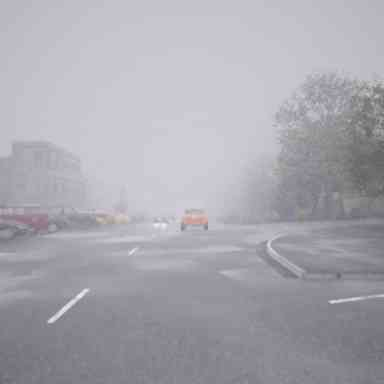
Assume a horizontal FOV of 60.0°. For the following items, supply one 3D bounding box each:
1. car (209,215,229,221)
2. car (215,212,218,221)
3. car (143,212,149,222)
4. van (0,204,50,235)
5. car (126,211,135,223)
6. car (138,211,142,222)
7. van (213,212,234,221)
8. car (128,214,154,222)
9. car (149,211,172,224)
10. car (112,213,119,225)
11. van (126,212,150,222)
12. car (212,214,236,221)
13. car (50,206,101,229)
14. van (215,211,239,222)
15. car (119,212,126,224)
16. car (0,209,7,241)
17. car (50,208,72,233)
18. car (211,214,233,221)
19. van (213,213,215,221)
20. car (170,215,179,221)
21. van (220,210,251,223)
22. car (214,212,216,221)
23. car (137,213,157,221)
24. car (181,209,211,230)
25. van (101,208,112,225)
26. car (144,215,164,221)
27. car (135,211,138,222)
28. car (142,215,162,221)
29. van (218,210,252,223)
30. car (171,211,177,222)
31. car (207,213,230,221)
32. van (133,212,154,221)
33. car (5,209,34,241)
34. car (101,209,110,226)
[{"bbox_3d":[7.235,6.795,87.782,4.792,1.488,2.163,2,-5,-19],"label":"car"},{"bbox_3d":[6.821,4.393,55.470,4.674,1.452,2.002,2,-4,-19],"label":"car"},{"bbox_3d":[-10.988,4.332,58.722,5.566,2.045,2.435,1,-4,-19],"label":"car"},{"bbox_3d":[-11.467,1.753,20.653,4.442,1.987,1.878,0,-2,-20],"label":"van"},{"bbox_3d":[-11.276,3.736,46.951,5.366,1.575,1.946,1,-4,-19],"label":"car"},{"bbox_3d":[-11.022,4.161,52.865,4.892,1.521,2.231,1,-4,-19],"label":"car"},{"bbox_3d":[7.176,5.652,76.090,4.442,1.987,1.878,2,-5,-19],"label":"van"},{"bbox_3d":[-10.810,5.445,70.417,5.008,1.535,2.097,1,-4,-19],"label":"car"},{"bbox_3d":[-4.716,3.990,50.363,2.128,1.511,4.902,0,-4,1],"label":"car"},{"bbox_3d":[-11.232,3.147,38.226,4.792,1.488,2.163,1,-4,-19],"label":"car"},{"bbox_3d":[-10.964,5.001,67.466,4.442,1.987,1.878,1,-4,-19],"label":"van"},{"bbox_3d":[7.023,5.652,73.093,4.892,1.521,2.231,2,-5,-19],"label":"car"},{"bbox_3d":[-11.270,2.245,29.484,5.566,2.045,2.435,1,-4,-20],"label":"car"},{"bbox_3d":[7.072,4.993,67.279,4.442,1.987,1.878,2,-5,-19],"label":"van"},{"bbox_3d":[-11.348,3.320,41.105,5.366,1.575,1.946,1,-4,-19],"label":"car"},{"bbox_3d":[-11.558,1.733,14.771,5.366,1.575,1.946,0,-2,-20],"label":"car"},{"bbox_3d":[-11.328,2.131,23.600,4.892,1.521,2.231,0,-3,-20],"label":"car"},{"bbox_3d":[7.130,6.125,78.973,4.792,1.488,2.163,2,-5,-19],"label":"car"},{"bbox_3d":[6.783,4.551,61.322,4.442,1.987,1.878,2,-4,-19],"label":"van"},{"bbox_3d":[-4.268,6.361,81.241,1.895,1.301,4.718,0,-4,1],"label":"car"},{"bbox_3d":[6.892,3.922,52.599,4.442,1.987,1.878,2,-5,-19],"label":"van"},{"bbox_3d":[6.854,4.607,58.408,4.674,1.452,2.002,2,-4,-19],"label":"car"},{"bbox_3d":[-10.743,5.981,79.196,4.553,1.767,2.185,1,-5,-19],"label":"car"},{"bbox_3d":[0.207,2.247,28.087,2.097,1.767,4.553,-1,-5,0],"label":"car"},{"bbox_3d":[-11.130,2.686,35.373,4.442,1.987,1.878,1,-5,-19],"label":"van"},{"bbox_3d":[-10.705,7.215,93.753,5.366,1.575,1.946,1,-4,-19],"label":"car"},{"bbox_3d":[-11.033,3.980,49.944,4.792,1.488,2.163,1,-5,-19],"label":"car"},{"bbox_3d":[-10.614,6.776,87.973,4.892,1.521,2.231,1,-5,-19],"label":"car"},{"bbox_3d":[6.639,3.702,49.577,4.442,1.987,1.878,2,-4,-19],"label":"van"},{"bbox_3d":[-4.456,4.856,66.127,2.150,2.045,5.566,0,-3,1],"label":"car"},{"bbox_3d":[7.223,6.737,90.713,5.566,2.045,2.435,2,-4,-19],"label":"car"},{"bbox_3d":[-10.676,5.441,73.402,4.442,1.987,1.878,1,-5,-19],"label":"van"},{"bbox_3d":[-11.379,1.849,17.761,4.892,1.521,2.231,0,-2,-20],"label":"car"},{"bbox_3d":[-11.091,2.701,32.448,5.366,1.575,1.946,1,-4,-19],"label":"car"}]
